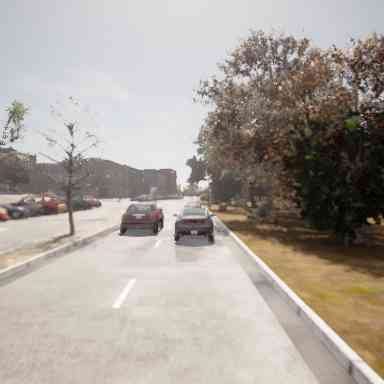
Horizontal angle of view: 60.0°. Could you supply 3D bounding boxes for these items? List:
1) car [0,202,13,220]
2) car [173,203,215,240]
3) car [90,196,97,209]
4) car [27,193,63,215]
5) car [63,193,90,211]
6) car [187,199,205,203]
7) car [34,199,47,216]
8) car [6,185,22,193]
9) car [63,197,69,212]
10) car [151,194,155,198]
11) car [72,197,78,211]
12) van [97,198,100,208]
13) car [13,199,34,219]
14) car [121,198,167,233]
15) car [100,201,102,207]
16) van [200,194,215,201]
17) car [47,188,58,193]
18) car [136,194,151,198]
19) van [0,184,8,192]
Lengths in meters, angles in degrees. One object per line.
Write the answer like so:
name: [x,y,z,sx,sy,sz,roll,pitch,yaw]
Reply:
car: [-16.836,1.471,25.860,4.553,1.767,2.185,-1,-1,-20]
car: [0.099,1.555,17.191,1.837,1.490,4.892,0,0,0]
car: [-16.725,1.528,46.908,5.566,2.045,2.435,-1,-1,-20]
car: [-16.825,1.420,34.859,5.566,2.045,2.435,-1,0,-20]
car: [-16.797,1.501,43.872,5.566,2.045,2.435,-1,0,-20]
car: [0.101,1.723,34.444,2.033,1.411,5.357,0,-1,0]
car: [-16.824,1.674,31.853,4.792,1.488,2.163,-1,0,-20]
car: [-43.214,-0.474,81.716,2.231,1.521,4.892,6,-3,-19]
car: [-16.965,1.697,37.806,5.366,1.575,1.946,-1,0,-20]
car: [-13.818,1.921,93.720,5.366,1.575,1.946,-1,-1,-15]
car: [-16.776,1.765,40.873,4.674,1.452,2.002,-1,0,-20]
van: [-16.610,1.580,49.944,4.442,1.987,1.878,-1,-1,-19]
car: [-16.808,1.621,28.869,4.892,1.521,2.231,-1,-1,-20]
car: [-2.901,1.419,20.321,2.097,1.767,4.553,0,0,0]
car: [-16.635,1.708,52.921,4.553,1.767,2.185,-1,0,-19]
van: [4.264,1.646,93.329,4.442,1.987,1.878,1,0,-14]
car: [-34.175,0.091,81.664,2.435,2.045,5.566,6,-3,-19]
car: [-14.462,1.942,90.727,4.792,1.488,2.163,-1,0,-15]
van: [-46.159,-0.973,81.660,1.878,1.987,4.442,7,-3,-19]
